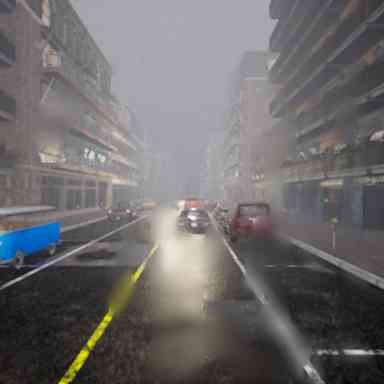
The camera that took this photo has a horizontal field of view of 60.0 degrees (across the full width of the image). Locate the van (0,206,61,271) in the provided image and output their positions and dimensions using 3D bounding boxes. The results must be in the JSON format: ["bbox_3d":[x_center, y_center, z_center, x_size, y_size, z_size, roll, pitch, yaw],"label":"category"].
[{"bbox_3d":[-5.695,1.362,10.680,1.690,1.788,3.998,0,0,0],"label":"van"}]

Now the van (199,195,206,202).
[{"bbox_3d":[2.676,1.648,84.257,1.690,1.788,3.998,0,0,0],"label":"van"}]

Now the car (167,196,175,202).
[{"bbox_3d":[-5.703,1.906,89.943,1.947,1.339,4.313,0,0,0],"label":"car"}]

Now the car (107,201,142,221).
[{"bbox_3d":[-5.696,1.506,27.665,1.967,1.590,4.097,0,0,0],"label":"car"}]

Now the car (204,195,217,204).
[{"bbox_3d":[2.682,1.560,44.627,1.967,1.590,4.097,0,0,0],"label":"car"}]

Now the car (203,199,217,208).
[{"bbox_3d":[2.682,1.708,50.286,1.947,1.339,4.313,0,0,0],"label":"car"}]

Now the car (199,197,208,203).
[{"bbox_3d":[2.678,1.821,78.595,1.887,1.381,4.507,0,0,0],"label":"car"}]

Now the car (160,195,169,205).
[{"bbox_3d":[-5.700,1.773,61.636,1.802,1.307,4.206,0,0,0],"label":"car"}]

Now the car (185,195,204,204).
[{"bbox_3d":[0.098,1.465,42.672,2.097,1.767,4.553,0,0,0],"label":"car"}]

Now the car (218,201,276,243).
[{"bbox_3d":[2.685,1.350,16.318,2.192,1.841,5.009,0,0,0],"label":"car"}]

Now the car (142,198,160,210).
[{"bbox_3d":[-5.698,1.645,44.481,1.752,1.417,4.829,0,0,0],"label":"car"}]

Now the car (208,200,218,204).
[{"bbox_3d":[2.685,1.616,27.641,2.008,1.369,4.403,0,0,0],"label":"car"}]

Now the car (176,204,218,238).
[{"bbox_3d":[0.098,1.587,17.976,2.033,1.411,5.357,0,0,0],"label":"car"}]

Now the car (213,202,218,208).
[{"bbox_3d":[2.685,1.601,21.980,2.008,1.369,4.403,0,0,0],"label":"car"}]

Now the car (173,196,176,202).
[{"bbox_3d":[-5.703,1.832,84.112,1.752,1.417,4.829,0,0,0],"label":"car"}]

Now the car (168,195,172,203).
[{"bbox_3d":[-5.701,1.800,67.297,1.802,1.307,4.206,0,0,0],"label":"car"}]
